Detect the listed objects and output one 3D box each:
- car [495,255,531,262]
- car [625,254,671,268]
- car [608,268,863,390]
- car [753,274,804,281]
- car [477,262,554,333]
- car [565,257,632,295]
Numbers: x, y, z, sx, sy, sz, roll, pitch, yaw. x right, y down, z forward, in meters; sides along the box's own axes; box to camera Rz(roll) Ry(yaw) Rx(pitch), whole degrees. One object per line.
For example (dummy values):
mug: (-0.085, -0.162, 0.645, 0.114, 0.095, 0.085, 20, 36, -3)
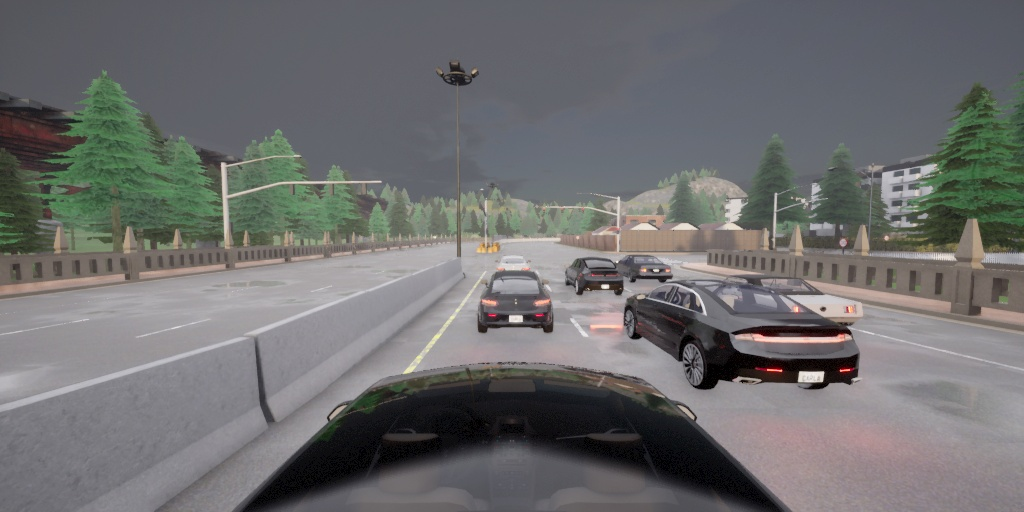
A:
car: (0.060, 0.647, 19.088, 1.812, 1.442, 4.674, 0, 3, 0)
car: (7.092, 0.619, 20.028, 2.033, 1.411, 5.357, 0, 3, 1)
car: (3.586, 1.179, 6.714, 2.128, 1.511, 4.902, 0, 1, 0)
car: (7.082, 1.172, 10.467, 1.895, 1.301, 4.718, 0, 2, 0)
car: (0.080, 1.113, 10.080, 1.812, 1.442, 4.674, 0, 2, 0)
car: (3.568, 0.792, 16.139, 1.837, 1.490, 4.892, 0, 3, 0)
